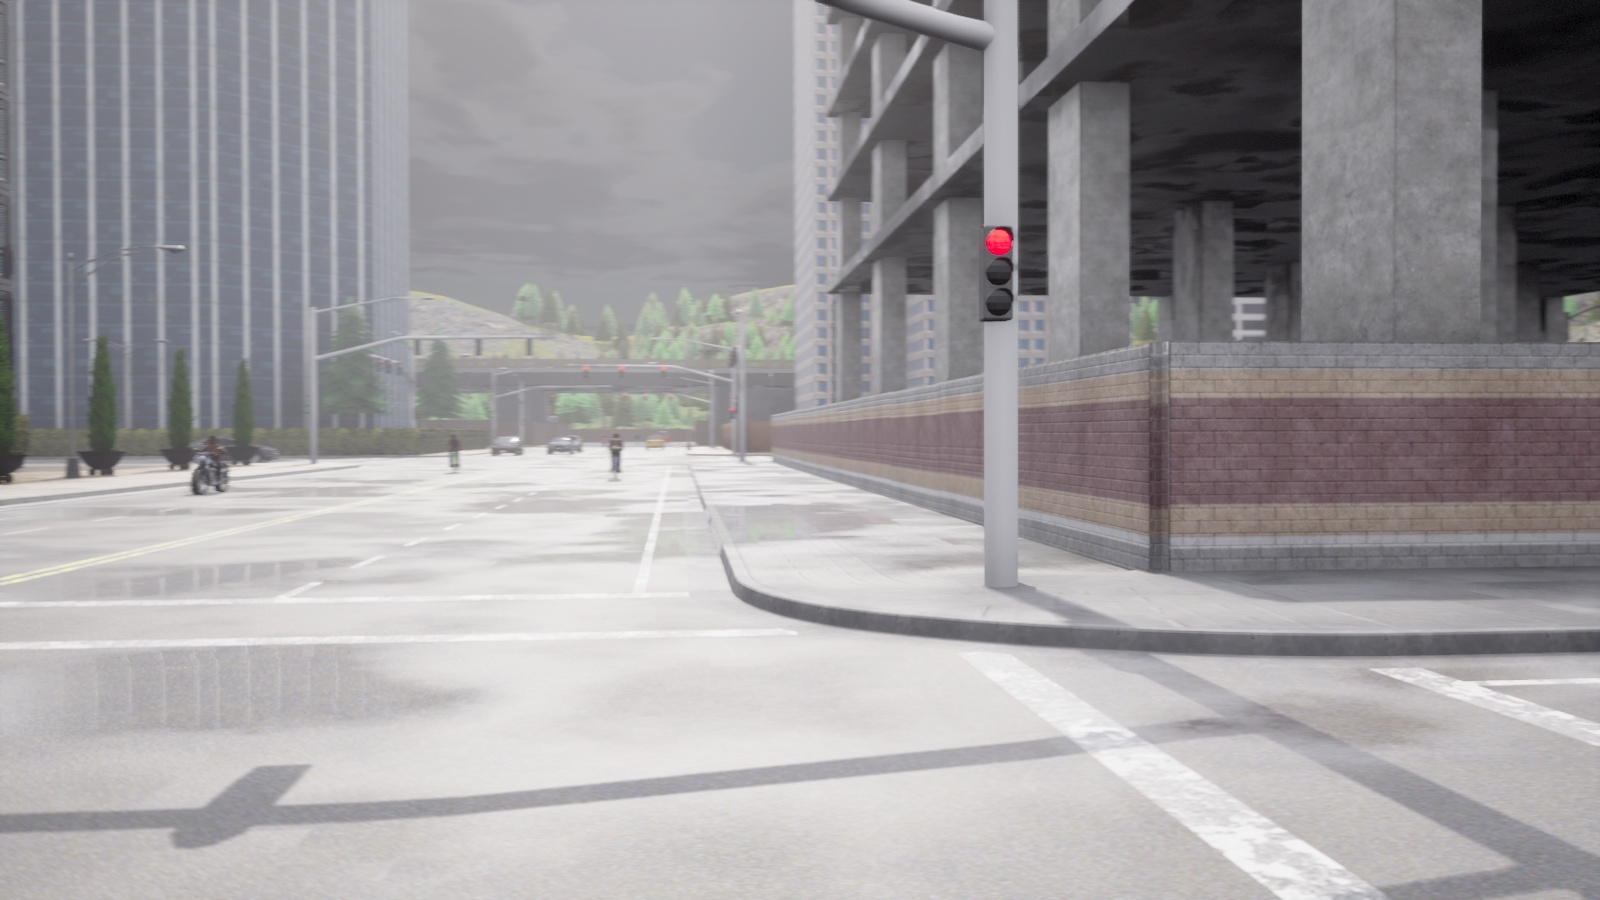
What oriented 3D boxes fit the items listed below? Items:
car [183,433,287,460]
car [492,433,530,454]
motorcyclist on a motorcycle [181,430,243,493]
[{"bbox_3d":[-31.233,-0.209,69.502,4.892,1.490,1.837,0,1,-6],"label":"car"},{"bbox_3d":[-21.613,-0.494,94.061,2.163,1.488,4.792,0,1,-5],"label":"car"},{"bbox_3d":[-15.956,0.280,34.121,0.766,1.649,2.350,0,1,-5],"label":"motorcyclist on a motorcycle"}]
